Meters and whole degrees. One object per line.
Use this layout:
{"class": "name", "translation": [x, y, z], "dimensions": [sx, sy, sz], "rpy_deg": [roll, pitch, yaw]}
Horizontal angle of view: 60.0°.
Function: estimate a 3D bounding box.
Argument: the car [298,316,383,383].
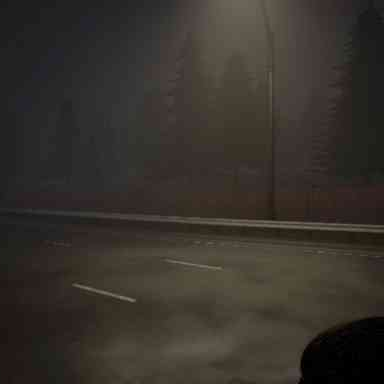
{"class": "car", "translation": [3.125, 1.477, 1.763], "dimensions": [5.008, 1.535, 1.882], "rpy_deg": [0, 0, 36]}
